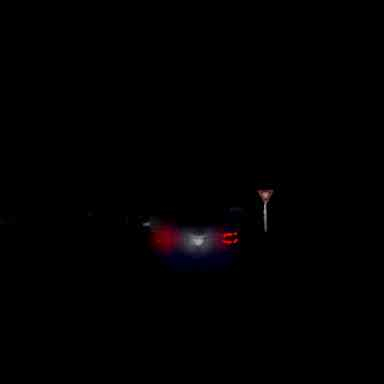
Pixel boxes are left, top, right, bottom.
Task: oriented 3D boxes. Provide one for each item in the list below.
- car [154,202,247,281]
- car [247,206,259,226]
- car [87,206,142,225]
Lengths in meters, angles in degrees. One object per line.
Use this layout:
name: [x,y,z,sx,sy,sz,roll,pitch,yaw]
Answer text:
car: [0.151,1.321,10.331,2.150,2.045,5.566,0,-2,1]
car: [3.454,1.726,24.188,1.882,1.535,5.008,0,-1,25]
car: [-6.042,1.833,26.168,4.181,1.385,1.994,0,-1,3]
